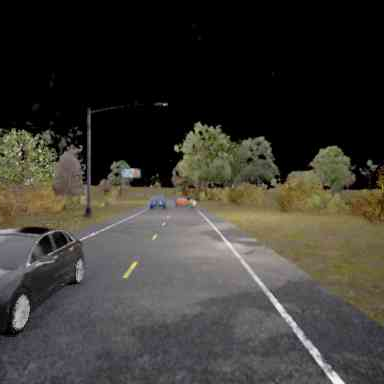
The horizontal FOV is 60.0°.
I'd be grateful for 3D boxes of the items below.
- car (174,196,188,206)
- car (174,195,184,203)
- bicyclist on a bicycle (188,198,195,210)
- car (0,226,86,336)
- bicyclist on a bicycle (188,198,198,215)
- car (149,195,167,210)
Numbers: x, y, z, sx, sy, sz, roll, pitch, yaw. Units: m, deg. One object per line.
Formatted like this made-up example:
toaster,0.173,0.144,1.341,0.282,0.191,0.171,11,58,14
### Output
car,-1.811,1.576,58.944,2.097,1.767,4.553,0,0,-3
car,-2.984,1.630,75.707,2.097,1.767,4.553,0,0,-4
bicyclist on a bicycle,-0.083,1.613,44.634,0.866,1.612,1.509,0,0,-3
car,-3.645,1.537,6.791,1.837,1.490,4.892,0,0,-1
bicyclist on a bicycle,0.261,1.578,35.217,0.866,1.612,1.509,0,0,-2
car,-4.781,1.413,47.291,2.150,2.045,5.566,0,0,-3
